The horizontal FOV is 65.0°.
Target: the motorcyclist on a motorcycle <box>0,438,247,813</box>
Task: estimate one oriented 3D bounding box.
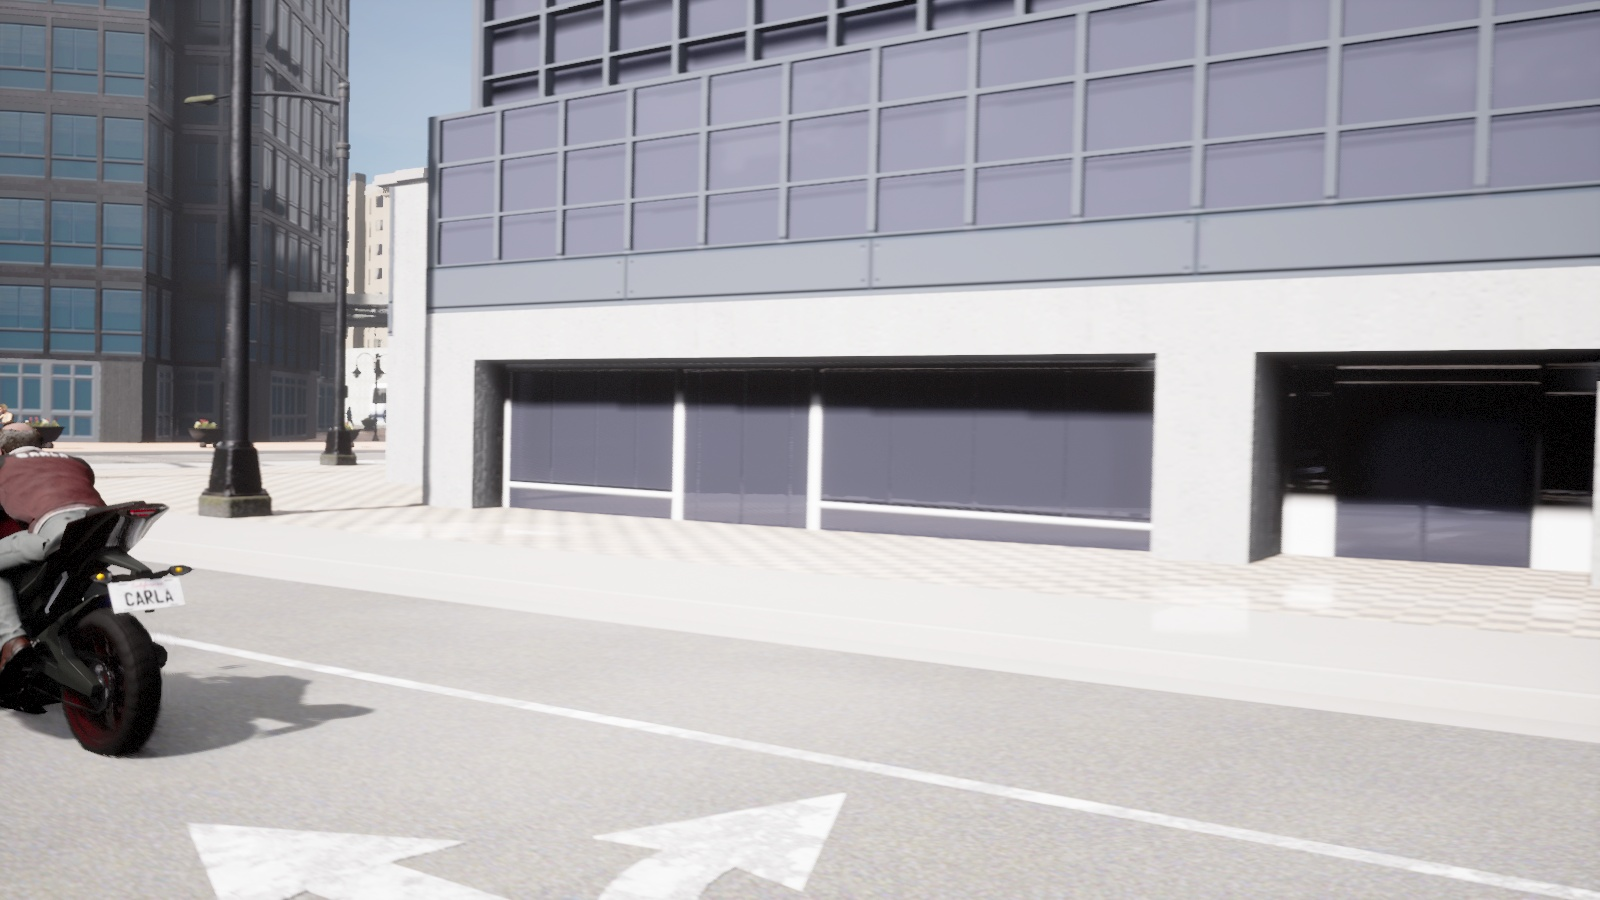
[{"bbox_3d":[-3.746,0.714,6.114,2.191,1.530,0.866,0,1,34],"label":"motorcyclist on a motorcycle"}]

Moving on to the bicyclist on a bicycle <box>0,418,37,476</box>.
[{"bbox_3d":[-22.524,-0.086,35.374,0.866,1.612,1.509,1,2,34],"label":"bicyclist on a bicycle"}]
